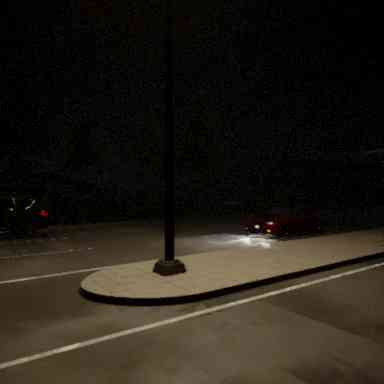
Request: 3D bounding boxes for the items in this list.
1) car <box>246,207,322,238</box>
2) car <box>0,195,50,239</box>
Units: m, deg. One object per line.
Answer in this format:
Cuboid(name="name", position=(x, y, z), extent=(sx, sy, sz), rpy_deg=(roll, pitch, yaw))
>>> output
Cuboid(name="car", position=(4.750, 1.458, 17.013), extent=(4.181, 1.385, 1.994), rpy_deg=(0, 0, -34))
Cuboid(name="car", position=(-9.678, 1.198, 15.543), extent=(5.566, 2.045, 2.150), rpy_deg=(0, 0, -34))
